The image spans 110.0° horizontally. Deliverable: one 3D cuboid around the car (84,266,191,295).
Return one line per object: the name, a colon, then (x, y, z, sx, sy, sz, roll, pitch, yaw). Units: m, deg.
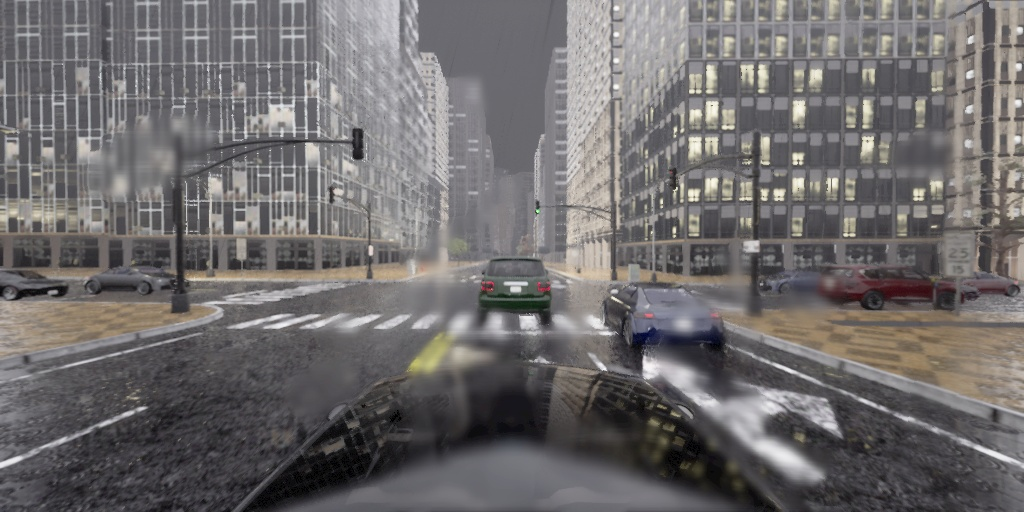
car: (-19.465, 1.235, 18.742, 4.181, 1.385, 1.994, 1, 1, 1)

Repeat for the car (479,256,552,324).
car: (0.106, 1.064, 12.429, 2.150, 2.045, 5.566, 0, -1, 0)

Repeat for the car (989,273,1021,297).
car: (26.869, 1.607, 21.172, 4.181, 1.385, 1.994, 0, 1, 1)

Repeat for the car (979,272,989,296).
car: (19.943, 1.566, 18.240, 5.357, 1.411, 2.033, 1, 1, 3)

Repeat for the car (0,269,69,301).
car: (-22.732, 1.240, 16.099, 4.313, 1.339, 1.948, 0, 0, 1)

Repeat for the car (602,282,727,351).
car: (3.573, 1.342, 9.152, 1.994, 1.385, 4.181, 0, 0, 4)

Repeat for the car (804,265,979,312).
car: (16.192, 1.334, 15.571, 5.009, 1.841, 2.192, 0, 0, 1)

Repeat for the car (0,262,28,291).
car: (-29.435, 1.072, 18.944, 4.902, 1.511, 2.128, 1, 1, 1)

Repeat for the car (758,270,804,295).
car: (16.875, 1.519, 21.337, 4.181, 1.385, 1.994, 1, 1, 1)
